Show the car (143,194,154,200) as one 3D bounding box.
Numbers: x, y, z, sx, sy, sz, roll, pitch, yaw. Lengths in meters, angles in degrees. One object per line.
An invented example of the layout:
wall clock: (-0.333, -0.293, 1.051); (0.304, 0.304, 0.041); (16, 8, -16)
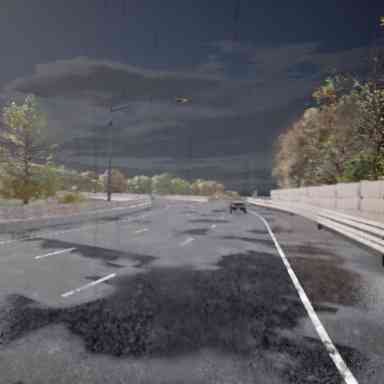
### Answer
car: (-11.780, 1.318, 89.977); (2.033, 1.411, 5.357); (1, 0, -26)

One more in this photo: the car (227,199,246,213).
car: (5.145, 1.604, 38.134); (1.837, 1.490, 4.892); (1, 0, 4)
